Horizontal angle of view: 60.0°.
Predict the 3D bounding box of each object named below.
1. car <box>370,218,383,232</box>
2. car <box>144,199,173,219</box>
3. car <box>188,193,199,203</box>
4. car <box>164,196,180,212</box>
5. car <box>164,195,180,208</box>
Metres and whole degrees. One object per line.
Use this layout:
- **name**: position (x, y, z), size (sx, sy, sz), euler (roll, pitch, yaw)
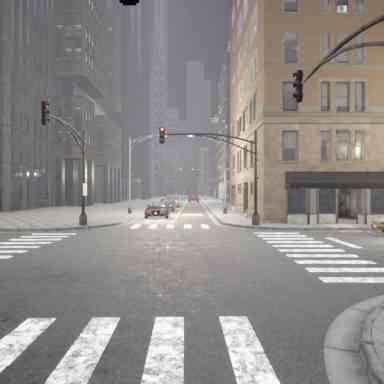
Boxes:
- **car**: position (12.173, 1.519, 17.782), size (4.829, 1.417, 1.752), euler (0, 0, -1)
- **car**: position (-3.000, 1.574, 29.467), size (1.994, 1.385, 4.181), euler (0, 0, 0)
- **car**: position (0.310, 1.203, 70.299), size (2.150, 2.045, 5.566), euler (0, 0, 0)
- **car**: position (-2.962, 1.506, 39.322), size (2.128, 1.511, 4.902), euler (0, 0, 0)
- **car**: position (-2.923, 1.369, 49.220), size (2.097, 1.767, 4.553), euler (0, 0, 0)
